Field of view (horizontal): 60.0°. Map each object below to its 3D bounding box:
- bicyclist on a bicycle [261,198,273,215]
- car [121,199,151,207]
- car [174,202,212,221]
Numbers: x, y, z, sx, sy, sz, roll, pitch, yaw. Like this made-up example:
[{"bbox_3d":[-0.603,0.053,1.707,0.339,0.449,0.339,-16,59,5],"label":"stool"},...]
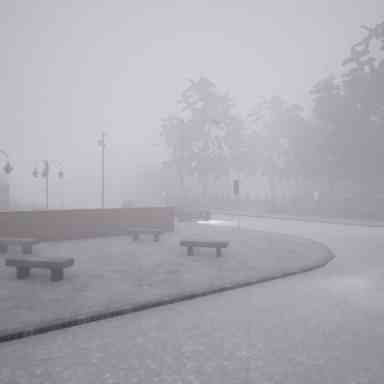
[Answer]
[{"bbox_3d":[7.092,1.348,31.482,1.656,1.620,0.582,0,0,-35],"label":"bicyclist on a bicycle"},{"bbox_3d":[-6.019,1.504,35.458,1.837,1.490,4.892,0,0,-35],"label":"car"},{"bbox_3d":[-0.249,1.563,27.323,1.994,1.385,4.181,0,0,-35],"label":"car"}]
